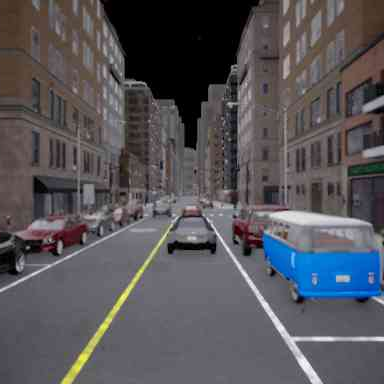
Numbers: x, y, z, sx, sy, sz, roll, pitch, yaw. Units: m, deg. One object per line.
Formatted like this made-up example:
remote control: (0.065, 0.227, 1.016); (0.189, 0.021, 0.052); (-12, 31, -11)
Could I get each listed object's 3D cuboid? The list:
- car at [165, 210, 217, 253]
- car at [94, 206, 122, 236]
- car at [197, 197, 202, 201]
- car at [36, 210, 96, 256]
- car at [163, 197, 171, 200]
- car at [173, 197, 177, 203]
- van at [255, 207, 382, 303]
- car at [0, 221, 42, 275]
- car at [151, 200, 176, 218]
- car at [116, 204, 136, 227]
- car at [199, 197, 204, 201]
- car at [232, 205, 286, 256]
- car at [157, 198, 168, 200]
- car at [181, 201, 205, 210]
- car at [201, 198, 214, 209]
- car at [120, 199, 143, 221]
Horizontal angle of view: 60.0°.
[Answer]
car: (-0.002, 1.702, 14.310); (1.994, 1.385, 4.181); (0, -1, 0)
car: (-5.685, 1.737, 19.266); (2.008, 1.369, 4.403); (-1, -1, 0)
car: (2.811, 2.386, 79.712); (1.887, 1.381, 4.507); (-1, -1, 0)
car: (-5.683, 1.677, 13.683); (1.887, 1.381, 4.507); (-1, -1, 0)
car: (-5.709, 1.964, 62.997); (2.192, 1.841, 5.009); (-1, -1, 0)
car: (-5.717, 2.458, 85.251); (2.008, 1.369, 4.403); (-1, -1, 0)
van: (2.842, 1.419, 8.128); (1.690, 1.788, 3.998); (-1, -1, 0)
car: (-5.680, 1.644, 8.100); (1.947, 1.339, 4.313); (-1, -1, 0)
car: (-3.020, 1.854, 34.437); (1.837, 1.490, 4.892); (0, -1, 0)
car: (-5.687, 1.825, 24.848); (1.802, 1.307, 4.206); (-1, -1, 0)
car: (2.818, 2.177, 63.194); (1.752, 1.417, 4.829); (-1, -1, 0)
car: (2.840, 1.447, 13.712); (2.192, 1.841, 5.009); (-1, -1, 0)
car: (-5.703, 2.169, 57.429); (1.802, 1.307, 4.206); (-1, -1, 0)
car: (-0.009, 1.814, 29.375); (1.812, 1.442, 4.674); (0, 0, 0)
car: (2.822, 2.170, 57.460); (1.802, 1.307, 4.206); (-1, -1, 0)
car: (-5.693, 1.614, 30.433); (2.192, 1.841, 5.009); (-1, -1, 0)
